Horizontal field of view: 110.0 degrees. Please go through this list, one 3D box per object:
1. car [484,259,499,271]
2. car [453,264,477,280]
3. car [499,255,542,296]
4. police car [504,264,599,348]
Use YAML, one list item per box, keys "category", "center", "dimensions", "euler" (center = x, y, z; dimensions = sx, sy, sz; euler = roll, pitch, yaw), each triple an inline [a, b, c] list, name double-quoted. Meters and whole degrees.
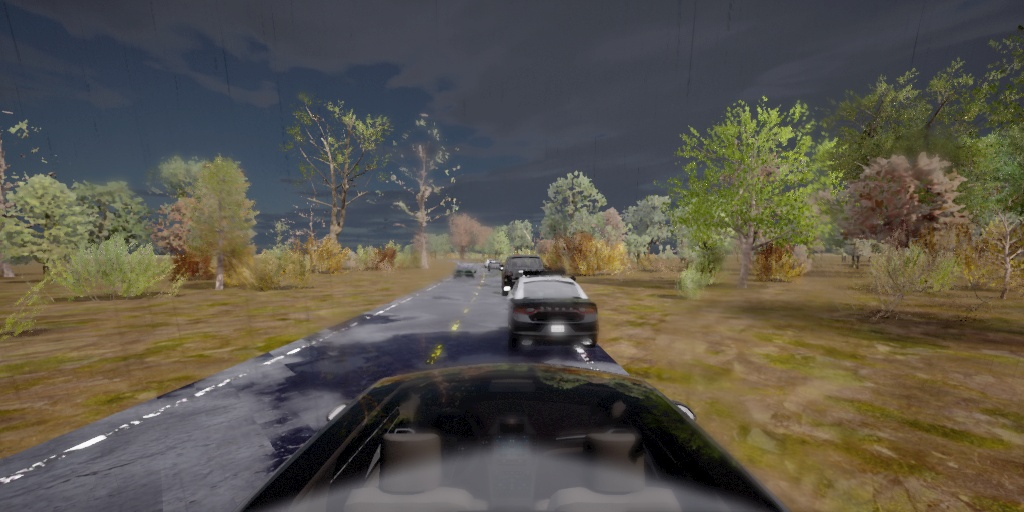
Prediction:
- category: "car"
  center: [-2.312, 1.240, 48.030]
  dimensions: [2.128, 1.511, 4.902]
  euler: [0, 0, -5]
- category: "car"
  center: [-4.035, 1.349, 31.295]
  dimensions: [1.895, 1.301, 4.718]
  euler: [0, 0, -4]
- category: "car"
  center: [0.531, 0.972, 19.343]
  dimensions: [2.150, 2.045, 5.566]
  euler: [0, 0, -2]
- category: "police car"
  center: [0.820, 1.174, 9.378]
  dimensions: [1.930, 1.638, 5.238]
  euler: [0, 0, -1]
